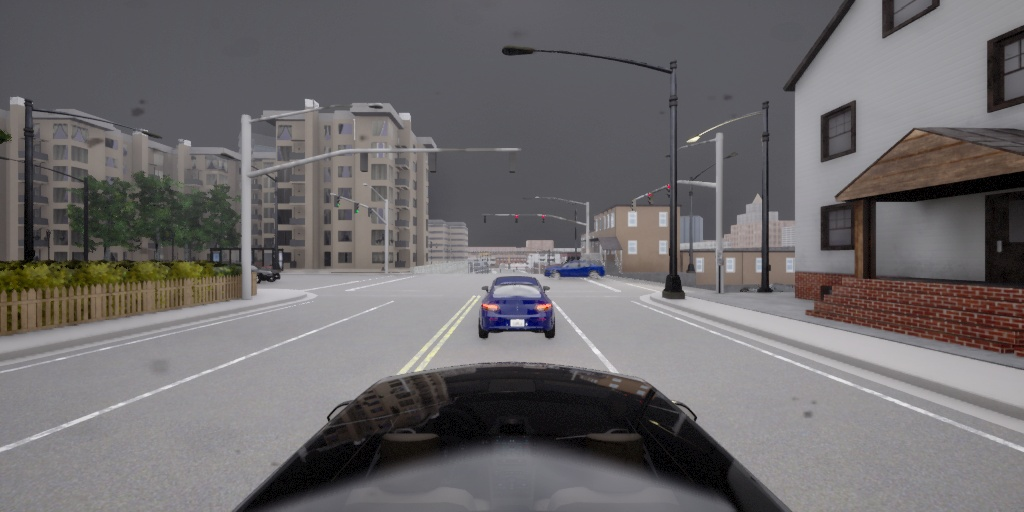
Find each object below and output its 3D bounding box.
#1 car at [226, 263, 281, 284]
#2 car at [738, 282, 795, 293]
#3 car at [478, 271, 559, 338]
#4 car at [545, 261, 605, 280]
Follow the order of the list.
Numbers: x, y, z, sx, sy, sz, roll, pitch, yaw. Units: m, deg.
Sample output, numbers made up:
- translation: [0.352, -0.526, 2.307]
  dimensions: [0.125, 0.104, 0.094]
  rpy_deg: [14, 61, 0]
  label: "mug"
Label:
- translation: [-19.814, 1.255, 26.510]
  dimensions: [4.892, 1.490, 1.837]
  rpy_deg: [0, 0, 1]
  label: "car"
- translation: [21.397, 2.970, 29.651]
  dimensions: [4.553, 1.767, 2.097]
  rpy_deg: [8, 0, 0]
  label: "car"
- translation: [0.110, 1.276, 10.013]
  dimensions: [1.812, 1.442, 4.674]
  rpy_deg: [0, 0, 0]
  label: "car"
- translation: [5.187, 1.153, 29.824]
  dimensions: [5.008, 1.535, 1.882]
  rpy_deg: [0, 0, 1]
  label: "car"
